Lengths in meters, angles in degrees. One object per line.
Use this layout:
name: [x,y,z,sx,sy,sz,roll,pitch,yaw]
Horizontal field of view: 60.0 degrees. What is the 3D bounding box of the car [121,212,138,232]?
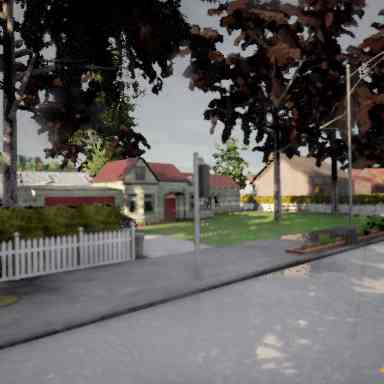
car: [-4.684,1.538,18.019,1.994,1.381,4.181,0,-1,-42]
